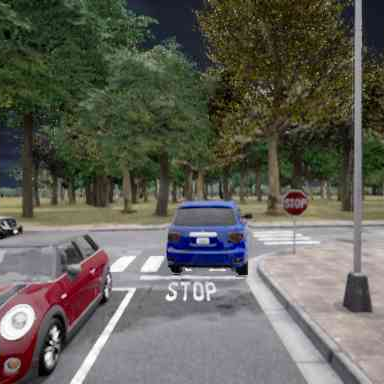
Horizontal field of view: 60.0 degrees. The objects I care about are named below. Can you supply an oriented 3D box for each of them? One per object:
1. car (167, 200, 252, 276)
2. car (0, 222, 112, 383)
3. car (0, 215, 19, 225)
[{"bbox_3d":[0.744,1.282,10.738,2.150,2.045,5.566,-1,0,10],"label":"car"},{"bbox_3d":[-2.650,1.467,5.362,1.967,1.590,4.097,-1,0,0],"label":"car"},{"bbox_3d":[-10.816,1.492,15.177,5.566,2.045,2.150,-1,0,0],"label":"car"}]
